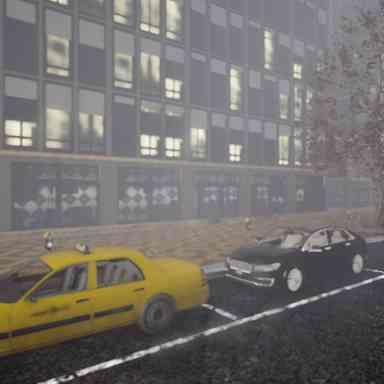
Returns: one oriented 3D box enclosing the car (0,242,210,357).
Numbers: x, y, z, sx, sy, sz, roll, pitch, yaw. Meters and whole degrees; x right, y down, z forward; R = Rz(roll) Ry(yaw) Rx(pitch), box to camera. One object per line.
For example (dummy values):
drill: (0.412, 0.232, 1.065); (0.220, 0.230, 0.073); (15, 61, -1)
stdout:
car: (-1.953, 1.518, 5.163); (4.829, 1.417, 1.752); (0, 0, -36)

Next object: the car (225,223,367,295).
car: (2.820, 1.512, 8.568); (4.403, 1.369, 2.008); (0, 0, -36)
